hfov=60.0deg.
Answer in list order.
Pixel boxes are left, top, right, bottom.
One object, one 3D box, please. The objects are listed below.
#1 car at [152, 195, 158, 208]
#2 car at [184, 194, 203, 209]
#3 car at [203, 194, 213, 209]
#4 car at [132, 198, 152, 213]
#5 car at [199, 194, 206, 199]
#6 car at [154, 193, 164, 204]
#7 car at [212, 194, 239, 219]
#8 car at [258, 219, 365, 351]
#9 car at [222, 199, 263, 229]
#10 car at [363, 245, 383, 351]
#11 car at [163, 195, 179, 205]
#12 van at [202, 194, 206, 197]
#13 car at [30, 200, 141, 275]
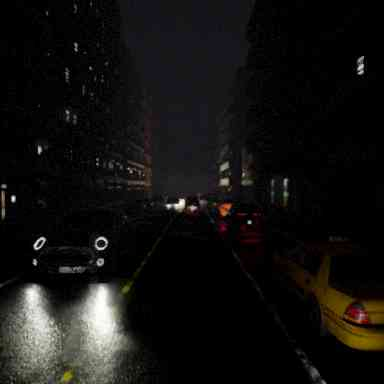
[{"bbox_3d":[-5.700,1.363,40.296,1.947,1.339,4.313,-1,0,0],"label":"car"},{"bbox_3d":[0.046,1.296,41.591,1.837,1.490,4.892,0,0,1],"label":"car"},{"bbox_3d":[2.680,1.321,40.463,1.752,1.417,4.829,-1,0,0],"label":"car"},{"bbox_3d":[-5.700,1.390,34.612,1.947,1.339,4.313,-1,0,0],"label":"car"},{"bbox_3d":[2.680,1.144,85.770,1.887,1.381,4.507,-1,0,0],"label":"car"},{"bbox_3d":[-5.704,1.034,57.349,2.192,1.841,5.009,-1,0,0],"label":"car"},{"bbox_3d":[3.113,1.210,27.590,2.097,1.767,4.553,0,0,0],"label":"car"},{"bbox_3d":[2.680,1.492,6.355,1.752,1.417,4.829,-1,0,0],"label":"car"},{"bbox_3d":[3.146,1.396,20.621,1.837,1.490,4.892,0,0,0],"label":"car"},{"bbox_3d":[2.676,1.312,0.499,2.192,1.841,5.009,-1,0,0],"label":"car"},{"bbox_3d":[-3.067,1.300,53.632,1.994,1.385,4.181,0,0,0],"label":"car"},{"bbox_3d":[2.677,1.111,45.977,1.690,1.788,3.998,-1,0,0],"label":"van"},{"bbox_3d":[-3.101,1.297,10.360,2.097,1.767,4.553,0,0,0],"label":"car"}]
